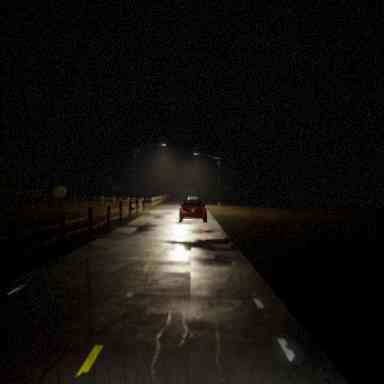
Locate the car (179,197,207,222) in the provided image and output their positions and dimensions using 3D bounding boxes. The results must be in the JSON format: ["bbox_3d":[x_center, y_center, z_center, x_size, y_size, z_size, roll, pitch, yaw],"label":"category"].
[{"bbox_3d":[0.081,1.354,26.482,2.097,1.767,4.553,0,0,0],"label":"car"}]

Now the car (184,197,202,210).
[{"bbox_3d":[0.091,1.410,42.183,2.128,1.511,4.902,0,1,0],"label":"car"}]
